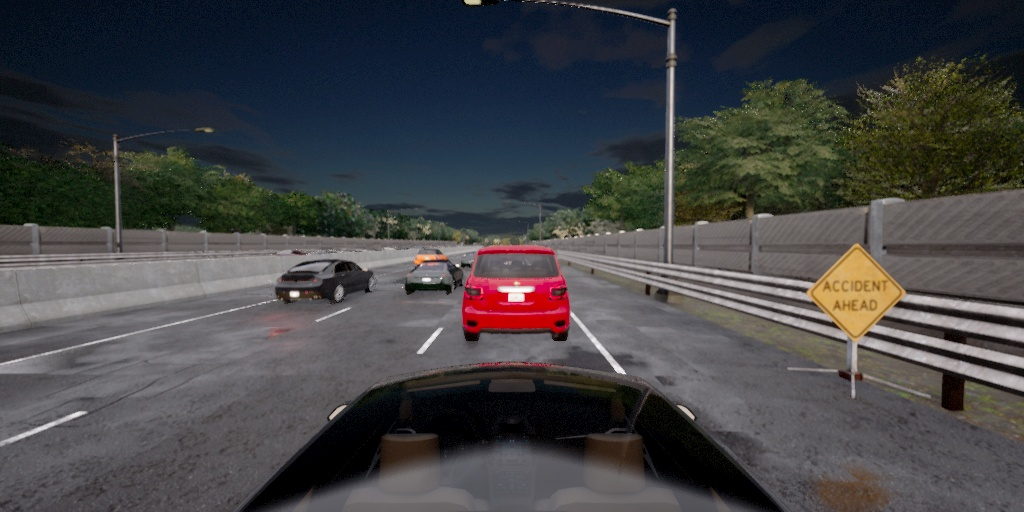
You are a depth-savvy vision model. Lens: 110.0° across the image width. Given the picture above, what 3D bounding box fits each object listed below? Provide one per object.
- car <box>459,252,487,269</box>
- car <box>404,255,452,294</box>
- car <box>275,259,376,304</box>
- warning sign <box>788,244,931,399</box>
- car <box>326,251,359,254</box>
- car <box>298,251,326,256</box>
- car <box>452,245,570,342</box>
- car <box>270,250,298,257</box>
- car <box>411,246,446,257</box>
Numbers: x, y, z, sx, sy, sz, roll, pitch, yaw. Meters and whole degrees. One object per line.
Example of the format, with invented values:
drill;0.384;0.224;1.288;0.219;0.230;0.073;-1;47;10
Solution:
car;-3.354;0.349;31.688;1.994;1.385;4.181;0;2;0
car;-3.381;0.847;16.222;1.994;1.385;4.181;0;2;0
car;-6.891;0.868;13.788;1.837;1.490;4.892;0;2;0
warning sign;4.555;0.765;4.810;1.300;1.860;1.060;0;0;0
car;-17.530;0.168;38.475;1.895;1.301;4.718;0;2;0
car;-21.023;0.099;39.483;1.994;1.385;4.181;0;2;0
car;0.090;0.735;9.086;2.150;2.045;5.566;0;2;0
car;-24.522;0.066;39.334;1.812;1.442;4.674;0;2;0
car;-6.857;0.168;30.716;2.097;1.767;4.553;0;2;0
